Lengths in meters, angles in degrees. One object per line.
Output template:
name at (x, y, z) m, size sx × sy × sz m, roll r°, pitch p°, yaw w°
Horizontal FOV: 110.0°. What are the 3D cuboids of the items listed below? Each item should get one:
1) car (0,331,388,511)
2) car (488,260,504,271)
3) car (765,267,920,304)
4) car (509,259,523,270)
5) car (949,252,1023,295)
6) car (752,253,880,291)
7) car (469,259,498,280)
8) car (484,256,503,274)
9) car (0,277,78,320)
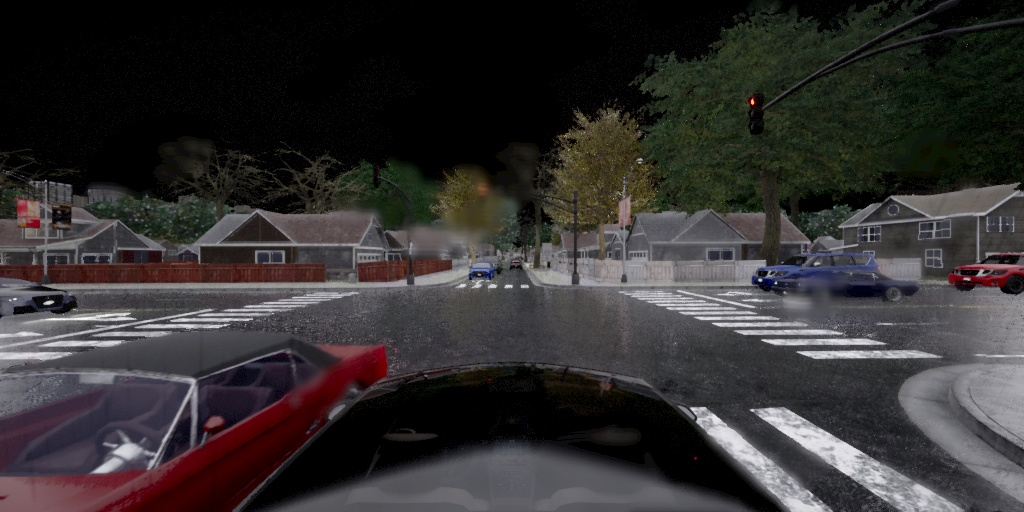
car at (-2.688, 1.350, 2.461) m, size 1.895 × 1.301 × 4.718 m, roll 0°, pitch 0°, yaw 4°
car at (-2.261, 1.330, 51.954) m, size 2.033 × 1.411 × 5.357 m, roll 0°, pitch 0°, yaw 1°
car at (13.790, 1.258, 15.075) m, size 4.718 × 1.301 × 1.895 m, roll 0°, pitch 0°, yaw 1°
car at (0.629, 1.291, 55.101) m, size 1.837 × 1.490 × 4.892 m, roll 0°, pitch 0°, yaw 1°
car at (25.843, 0.811, 18.132) m, size 5.566 × 2.045 × 2.150 m, roll 0°, pitch 0°, yaw 1°
car at (15.476, 0.868, 18.312) m, size 5.566 × 2.045 × 2.150 m, roll 0°, pitch 0°, yaw 1°
car at (-2.589, 1.241, 31.401) m, size 1.882 × 1.535 × 5.008 m, roll 0°, pitch 0°, yaw 1°
car at (-2.394, 0.993, 41.637) m, size 2.150 × 2.045 × 5.566 m, roll 0°, pitch 0°, yaw 1°
car at (-17.596, 1.410, 12.128) m, size 4.181 × 1.385 × 1.994 m, roll 0°, pitch 0°, yaw 1°
